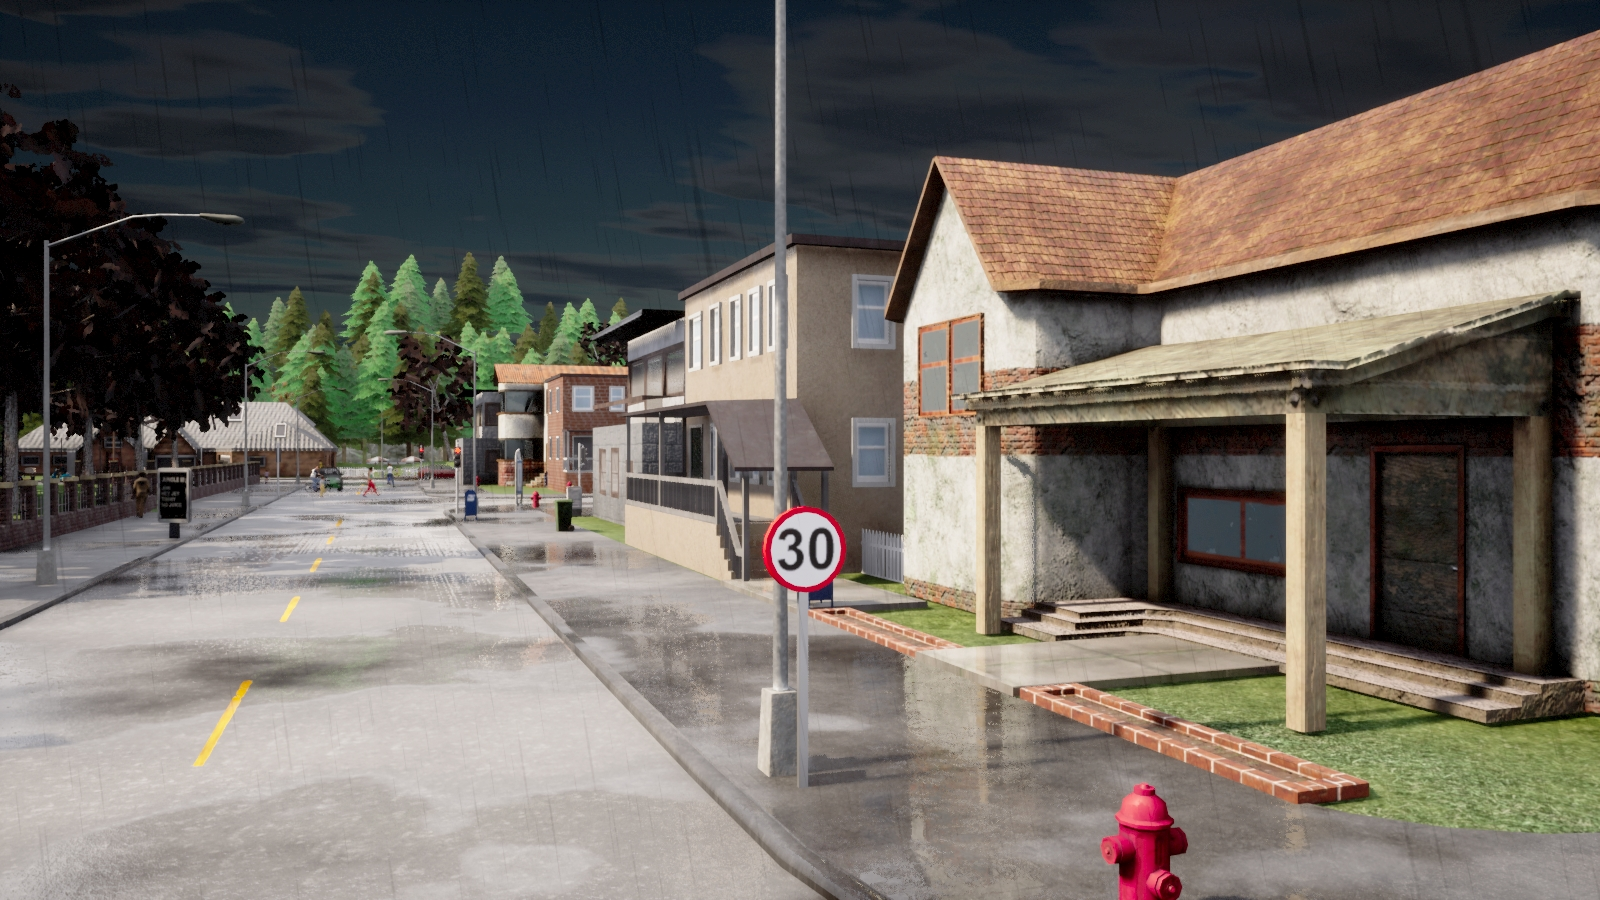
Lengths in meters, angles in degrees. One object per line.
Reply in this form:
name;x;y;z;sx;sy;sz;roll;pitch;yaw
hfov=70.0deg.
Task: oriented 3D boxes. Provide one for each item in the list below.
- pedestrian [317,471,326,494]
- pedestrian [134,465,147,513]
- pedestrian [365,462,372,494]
pedestrian;-28.050;1.908;66.951;0.375;1.300;0.375;0;0;1
pedestrian;-25.726;1.525;44.564;0.375;1.860;0.375;0;0;-20
pedestrian;-24.955;1.628;66.071;0.375;1.860;0.375;0;0;-28
